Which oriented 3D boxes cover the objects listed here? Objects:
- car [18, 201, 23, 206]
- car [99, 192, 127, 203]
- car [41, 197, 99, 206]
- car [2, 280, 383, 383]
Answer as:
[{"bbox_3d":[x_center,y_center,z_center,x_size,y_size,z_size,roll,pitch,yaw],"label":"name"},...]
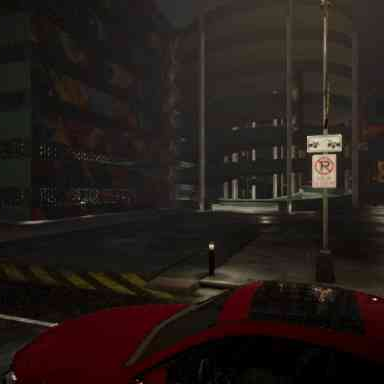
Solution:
[{"bbox_3d":[-20.326,1.463,43.492,4.718,1.301,1.895,0,0,20],"label":"car"},{"bbox_3d":[-14.639,1.028,61.114,5.566,2.045,2.435,0,0,20],"label":"car"},{"bbox_3d":[-11.903,1.320,32.363,4.674,1.452,2.002,0,0,20],"label":"car"},{"bbox_3d":[0.621,1.525,2.683,4.674,1.442,1.812,0,0,21],"label":"car"}]
